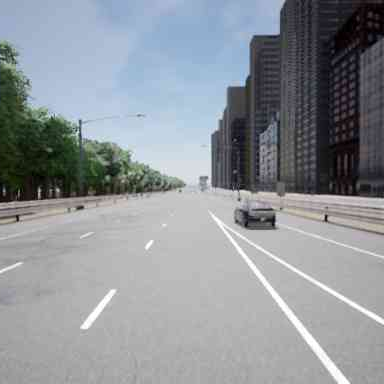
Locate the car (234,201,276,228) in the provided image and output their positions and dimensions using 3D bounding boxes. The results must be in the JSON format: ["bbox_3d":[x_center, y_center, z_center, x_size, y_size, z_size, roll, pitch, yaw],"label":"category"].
[{"bbox_3d":[3.842,1.305,20.873,2.128,1.511,4.902,0,0,-3],"label":"car"}]
